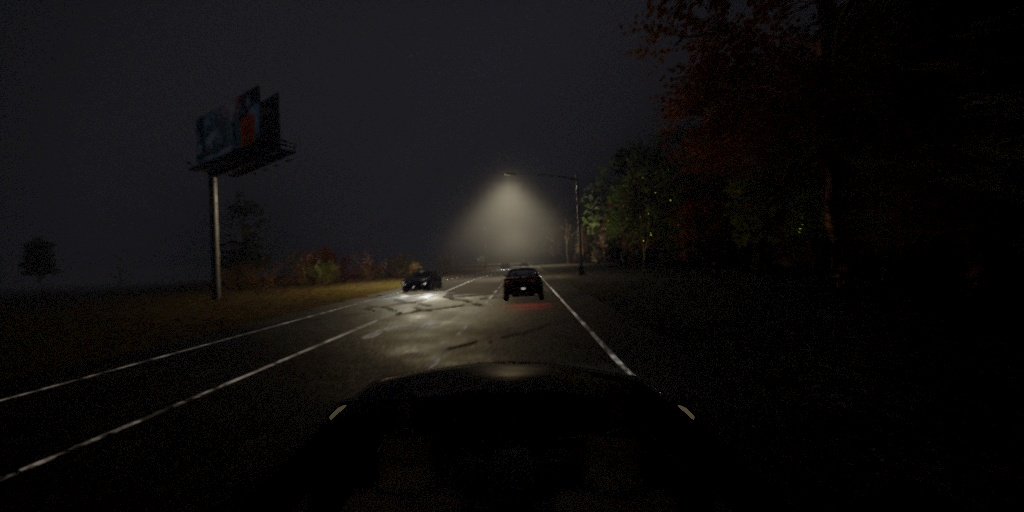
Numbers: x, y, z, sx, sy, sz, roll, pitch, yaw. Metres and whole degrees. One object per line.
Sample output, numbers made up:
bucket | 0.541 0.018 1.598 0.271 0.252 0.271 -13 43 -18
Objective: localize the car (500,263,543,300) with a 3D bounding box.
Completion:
car | 0.589 1.346 18.754 1.882 1.535 5.008 -3 0 2

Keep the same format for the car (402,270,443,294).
car | -6.196 1.746 25.218 1.837 1.490 4.892 -3 0 2
